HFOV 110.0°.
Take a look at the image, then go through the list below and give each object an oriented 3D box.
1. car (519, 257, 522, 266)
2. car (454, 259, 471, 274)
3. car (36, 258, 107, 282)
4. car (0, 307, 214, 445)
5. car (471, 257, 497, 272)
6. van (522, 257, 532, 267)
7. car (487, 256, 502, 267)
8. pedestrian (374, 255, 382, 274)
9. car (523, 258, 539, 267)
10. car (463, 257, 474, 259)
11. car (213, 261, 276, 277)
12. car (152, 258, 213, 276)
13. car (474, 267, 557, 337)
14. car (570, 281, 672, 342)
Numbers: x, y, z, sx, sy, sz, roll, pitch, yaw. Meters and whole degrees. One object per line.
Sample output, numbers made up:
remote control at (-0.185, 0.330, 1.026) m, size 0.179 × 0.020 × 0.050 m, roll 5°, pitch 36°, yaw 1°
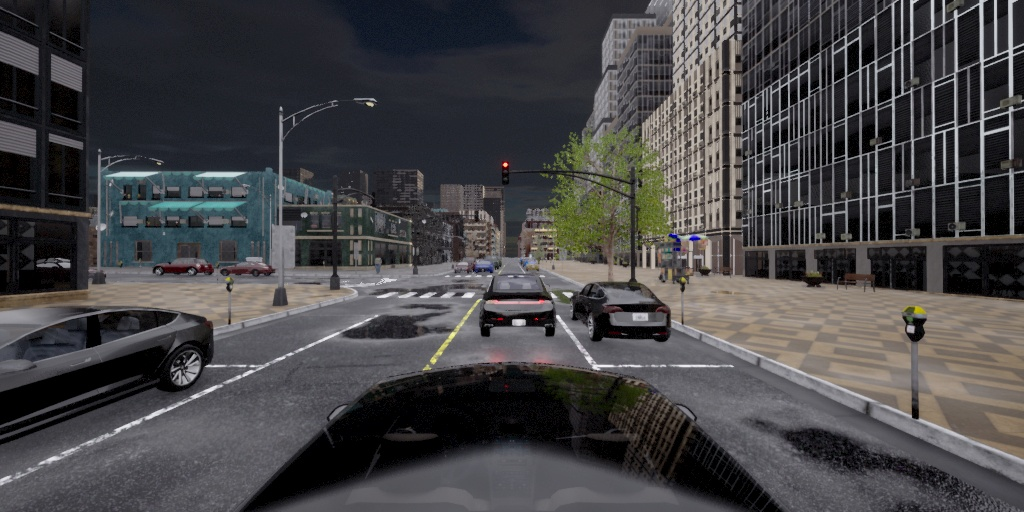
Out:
car at (2.705, 1.305, 64.289) m, size 2.007 × 1.370 × 4.403 m, roll 0°, pitch 0°, yaw 0°
car at (-5.681, 1.334, 42.085) m, size 1.802 × 1.307 × 4.207 m, roll 0°, pitch 0°, yaw 0°
car at (-28.246, 0.980, 22.546) m, size 4.207 × 1.307 × 1.802 m, roll 0°, pitch 0°, yaw -1°
car at (-5.689, 1.316, 4.069) m, size 1.948 × 1.339 × 4.313 m, roll 0°, pitch 0°, yaw 0°
car at (-3.091, 1.230, 40.389) m, size 1.882 × 1.535 × 5.008 m, roll 0°, pitch 0°, yaw 0°
van at (2.702, 1.094, 53.187) m, size 1.690 × 1.789 × 3.998 m, roll 0°, pitch 0°, yaw 0°
car at (-3.064, 0.977, 53.328) m, size 2.150 × 2.045 × 5.566 m, roll 0°, pitch 0°, yaw 0°
pedestrian at (-12.742, 0.789, 34.091) m, size 0.375 × 1.860 × 0.375 m, roll 0°, pitch -1°, yaw -1°
car at (2.701, 1.278, 47.806) m, size 1.751 × 1.417 × 4.829 m, roll 0°, pitch 0°, yaw 0°
car at (-5.679, 1.068, 47.636) m, size 2.192 × 1.841 × 5.009 m, roll 0°, pitch 0°, yaw 0°
car at (-22.815, 1.090, 31.002) m, size 4.207 × 1.307 × 1.802 m, roll 0°, pitch 0°, yaw -1°
car at (-28.362, 0.879, 30.925) m, size 4.097 × 1.591 × 1.967 m, roll 0°, pitch 0°, yaw -1°
car at (0.112, 1.242, 10.277) m, size 2.128 × 1.511 × 4.902 m, roll 0°, pitch 0°, yaw -1°
car at (2.692, 1.316, 9.607) m, size 1.948 × 1.339 × 4.313 m, roll 0°, pitch 0°, yaw 0°
